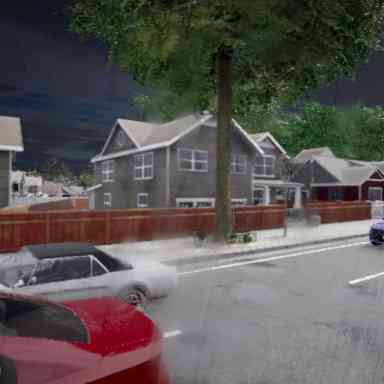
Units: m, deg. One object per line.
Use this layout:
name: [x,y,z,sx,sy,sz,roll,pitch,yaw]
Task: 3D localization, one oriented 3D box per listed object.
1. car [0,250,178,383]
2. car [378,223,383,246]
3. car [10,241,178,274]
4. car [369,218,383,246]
car: [-2.501,1.470,1.895,5.008,1.535,1.882,1,-1,-36]
car: [7.118,1.563,8.772,4.892,1.490,1.837,-1,0,-36]
car: [-2.676,1.616,5.762,4.718,1.301,1.895,1,0,-35]
car: [9.742,1.539,14.631,5.008,1.535,1.882,0,0,-36]
